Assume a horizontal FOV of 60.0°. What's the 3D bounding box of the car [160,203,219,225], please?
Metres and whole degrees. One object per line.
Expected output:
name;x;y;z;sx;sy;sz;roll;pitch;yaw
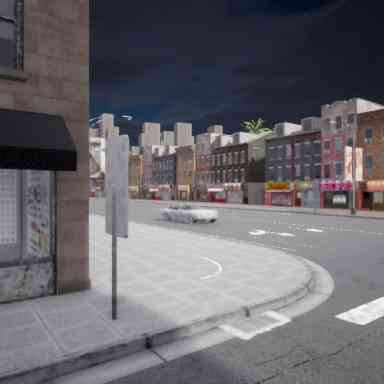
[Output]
car;-0.256;1.441;22.947;1.895;1.301;4.718;0;0;-36
